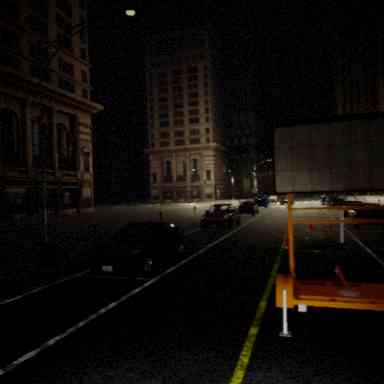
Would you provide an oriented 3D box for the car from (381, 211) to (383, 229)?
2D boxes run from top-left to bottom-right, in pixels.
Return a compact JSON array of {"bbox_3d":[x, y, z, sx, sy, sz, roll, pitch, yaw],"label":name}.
[{"bbox_3d":[6.461,1.365,8.429,1.887,1.381,4.507,-2,0,18],"label":"car"}]

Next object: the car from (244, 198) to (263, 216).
[{"bbox_3d":[5.453,1.561,32.525,1.947,1.339,4.313,-2,0,18],"label":"car"}]

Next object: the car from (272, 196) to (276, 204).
[{"bbox_3d":[14.303,1.367,59.304,2.008,1.369,4.403,-2,0,18],"label":"car"}]

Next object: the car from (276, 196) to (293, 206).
[{"bbox_3d":[14.614,1.313,51.438,2.033,1.411,5.357,-2,0,18],"label":"car"}]

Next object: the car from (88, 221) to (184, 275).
[{"bbox_3d":[-1.628,1.692,11.101,1.947,1.339,4.313,-2,0,18],"label":"car"}]

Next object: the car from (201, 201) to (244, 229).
[{"bbox_3d":[1.907,1.502,21.814,1.967,1.590,4.097,-2,0,18],"label":"car"}]

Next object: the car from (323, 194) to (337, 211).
[{"bbox_3d":[15.364,1.179,35.368,1.752,1.417,4.829,-2,0,18],"label":"car"}]

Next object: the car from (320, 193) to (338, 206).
[{"bbox_3d":[18.848,1.024,45.919,1.967,1.590,4.097,-2,0,18],"label":"car"}]

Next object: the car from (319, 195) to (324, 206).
[{"bbox_3d":[17.082,1.170,40.562,2.008,1.369,4.403,-2,0,18],"label":"car"}]

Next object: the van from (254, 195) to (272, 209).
[{"bbox_3d":[8.985,1.267,43.238,1.690,1.788,3.998,-2,0,18],"label":"van"}]

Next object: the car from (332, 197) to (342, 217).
[{"bbox_3d":[11.772,1.289,24.495,1.947,1.339,4.313,-2,0,18],"label":"car"}]

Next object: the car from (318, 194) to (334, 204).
[{"bbox_3d":[20.623,1.098,51.274,2.008,1.369,4.403,-2,0,18],"label":"car"}]

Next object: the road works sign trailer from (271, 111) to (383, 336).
[{"bbox_3d":[2.779,0.402,6.202,2.380,3.560,2.880,-2,0,18],"label":"road works sign trailer"}]

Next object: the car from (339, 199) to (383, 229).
[{"bbox_3d":[10.001,1.307,19.140,2.008,1.369,4.403,-2,0,18],"label":"car"}]
